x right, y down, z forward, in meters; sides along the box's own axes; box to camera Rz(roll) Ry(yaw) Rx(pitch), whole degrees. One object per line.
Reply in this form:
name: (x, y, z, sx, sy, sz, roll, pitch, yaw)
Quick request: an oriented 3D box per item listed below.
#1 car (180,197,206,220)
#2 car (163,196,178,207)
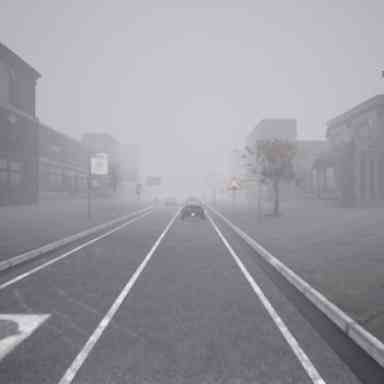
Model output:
car: (0.084, 1.448, 27.793, 1.837, 1.490, 4.892, 1, 0, 0)
car: (-3.077, 1.426, 49.036, 1.837, 1.490, 4.892, 0, -1, 0)
